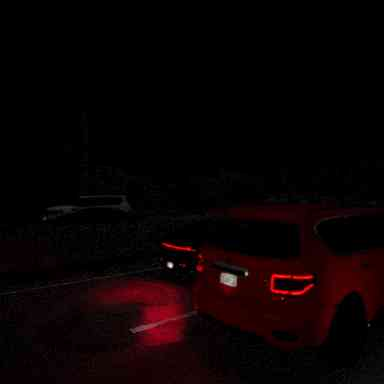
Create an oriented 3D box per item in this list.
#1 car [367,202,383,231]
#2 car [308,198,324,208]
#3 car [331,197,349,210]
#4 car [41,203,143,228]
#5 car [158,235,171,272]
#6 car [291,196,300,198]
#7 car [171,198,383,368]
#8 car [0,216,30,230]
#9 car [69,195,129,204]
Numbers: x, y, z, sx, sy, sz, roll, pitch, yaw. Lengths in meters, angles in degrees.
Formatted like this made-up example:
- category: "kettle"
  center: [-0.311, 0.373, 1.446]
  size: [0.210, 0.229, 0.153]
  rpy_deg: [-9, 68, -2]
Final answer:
- category: "car"
  center: [12.847, 1.493, 21.019]
  size: [2.128, 1.511, 4.902]
  rpy_deg: [0, 0, 41]
- category: "car"
  center: [18.740, 1.564, 50.150]
  size: [1.994, 1.385, 4.181]
  rpy_deg: [0, 0, 24]
- category: "car"
  center: [19.234, 1.477, 43.100]
  size: [1.882, 1.535, 5.008]
  rpy_deg: [0, 0, 27]
- category: "car"
  center: [-5.188, 1.548, 17.954]
  size: [5.357, 1.411, 2.033]
  rpy_deg: [0, 0, -41]
- category: "car"
  center: [1.335, 1.505, 9.565]
  size: [4.892, 1.490, 1.837]
  rpy_deg: [0, 0, -40]
- category: "car"
  center: [17.426, 1.478, 56.071]
  size: [1.882, 1.535, 5.008]
  rpy_deg: [0, 0, 21]
- category: "car"
  center: [2.563, 1.223, 6.023]
  size: [5.566, 2.045, 2.150]
  rpy_deg: [0, 0, -39]
- category: "car"
  center: [-8.098, 1.505, 11.265]
  size: [4.892, 1.490, 1.837]
  rpy_deg: [0, 0, -37]
- category: "car"
  center: [-6.564, 1.222, 21.392]
  size: [5.566, 2.045, 2.150]
  rpy_deg: [0, 0, -42]
